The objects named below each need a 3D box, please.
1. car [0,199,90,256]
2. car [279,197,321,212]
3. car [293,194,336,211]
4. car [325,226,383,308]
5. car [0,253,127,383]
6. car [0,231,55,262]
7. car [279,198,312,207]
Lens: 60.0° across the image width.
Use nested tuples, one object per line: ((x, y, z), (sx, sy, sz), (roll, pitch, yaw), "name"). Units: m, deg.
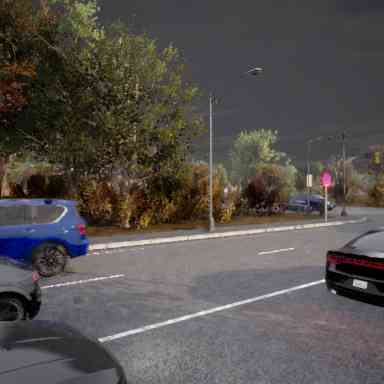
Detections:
((-5.540, 1.221, 8.633), (5.566, 2.045, 2.150), (0, 0, -36), "car")
((12.062, 1.564, 38.178), (1.994, 1.385, 4.181), (0, 0, -32), "car")
((14.662, 1.221, 40.649), (2.150, 2.045, 5.566), (0, 0, -31), "car")
((4.986, 1.478, 7.329), (5.008, 1.535, 1.882), (0, 0, -36), "car")
((-2.729, 1.505, 1.790), (4.892, 1.490, 1.837), (0, 0, -36), "car")
((-4.563, 1.564, 5.028), (4.181, 1.385, 1.994), (0, 0, -36), "car")
((16.032, 1.595, 51.815), (1.895, 1.301, 4.718), (0, 0, -32), "car")
